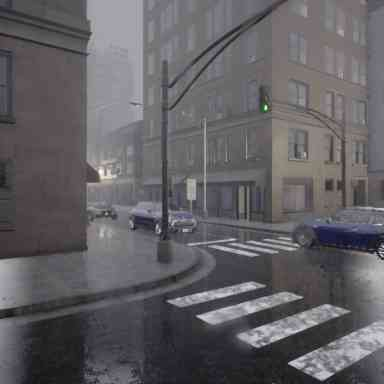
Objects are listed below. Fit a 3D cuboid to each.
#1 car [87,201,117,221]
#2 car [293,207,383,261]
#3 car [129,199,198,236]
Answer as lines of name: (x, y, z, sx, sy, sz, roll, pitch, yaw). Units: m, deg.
car: (-7.418, 1.428, 26.084, 1.994, 1.385, 4.181, 0, 0, -35)
car: (6.030, 1.334, 12.352, 2.097, 1.767, 4.553, 0, 0, -36)
car: (-1.624, 1.269, 17.977, 2.097, 1.767, 4.553, 0, 0, -36)
